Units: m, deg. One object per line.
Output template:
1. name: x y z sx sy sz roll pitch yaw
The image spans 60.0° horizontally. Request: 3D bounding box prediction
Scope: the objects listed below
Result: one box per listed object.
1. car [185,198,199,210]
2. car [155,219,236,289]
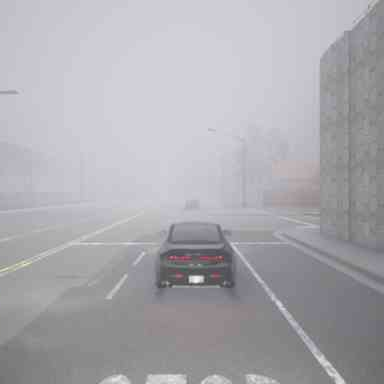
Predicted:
1. car: 0.008 1.529 44.124 2.128 1.511 4.902 0 0 0
2. car: 0.082 1.514 9.197 1.837 1.490 4.892 0 0 0
